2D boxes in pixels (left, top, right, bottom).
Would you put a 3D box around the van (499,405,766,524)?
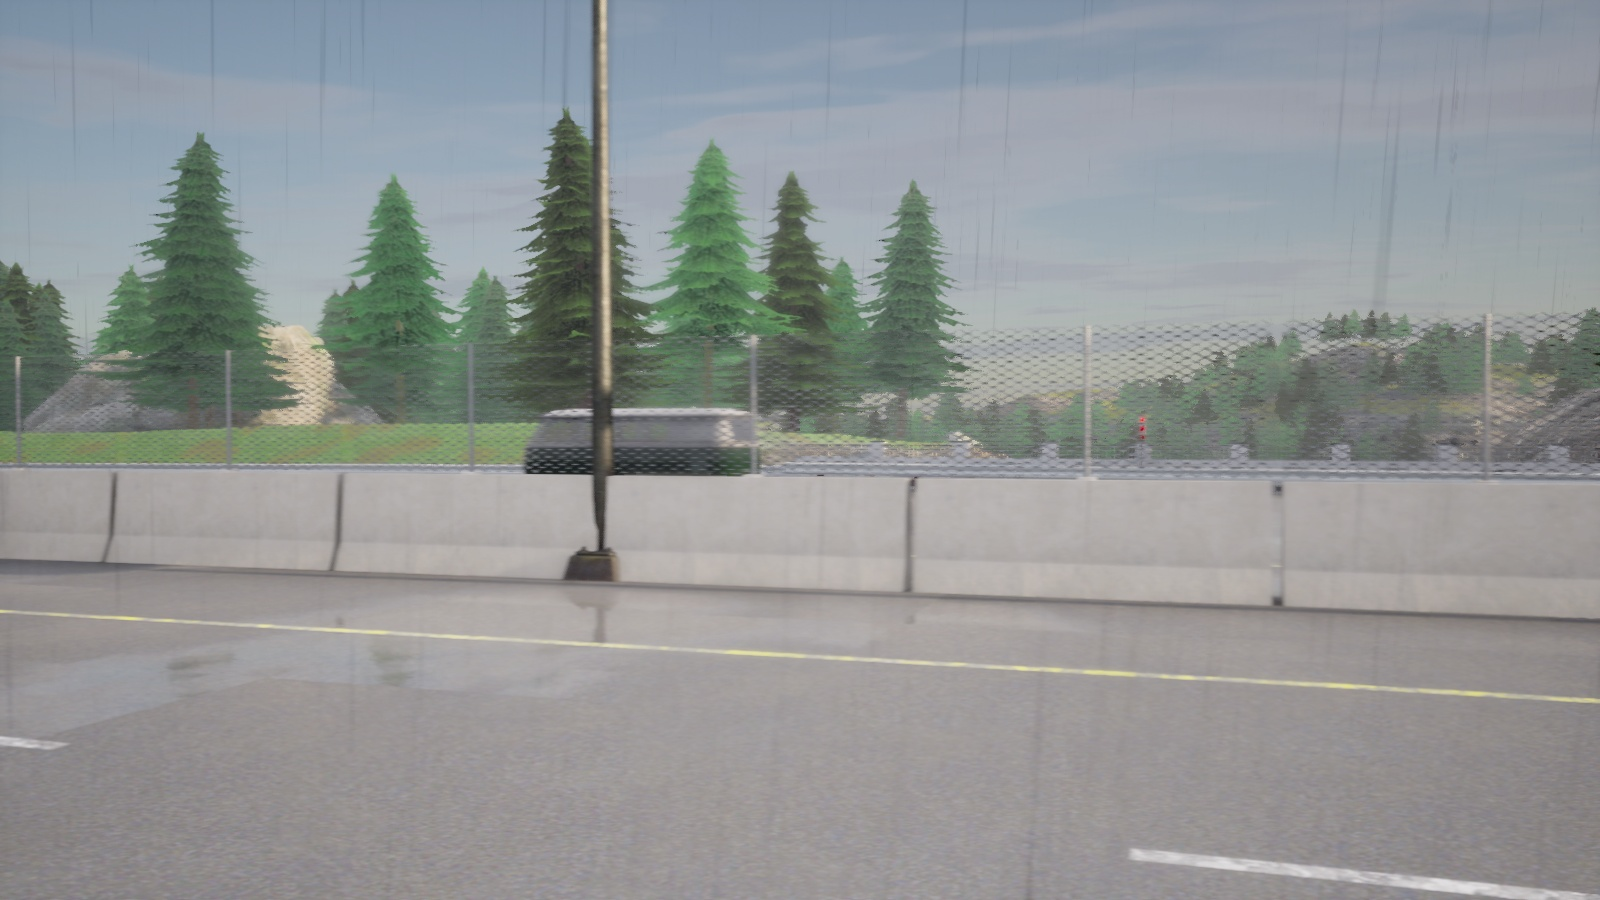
[{"bbox_3d":[-3.007,0.214,22.663,4.442,1.987,1.775,0,1,19],"label":"van"}]
